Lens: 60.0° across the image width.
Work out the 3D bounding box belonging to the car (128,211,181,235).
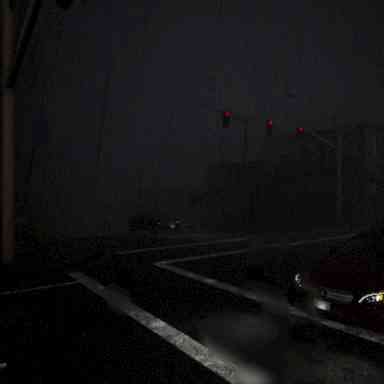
[{"bbox_3d":[-2.649,2.057,22.645,2.128,1.511,4.902,0,-4,-36],"label":"car"}]

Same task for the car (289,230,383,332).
[{"bbox_3d":[3.983,1.547,6.712,4.674,1.442,1.812,0,0,-35],"label":"car"}]
